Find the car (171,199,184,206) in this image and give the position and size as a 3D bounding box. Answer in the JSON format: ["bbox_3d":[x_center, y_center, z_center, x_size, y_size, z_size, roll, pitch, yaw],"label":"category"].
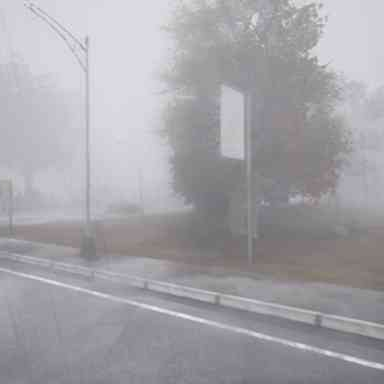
[{"bbox_3d":[-1.883,1.809,61.598,1.812,1.442,4.674,-1,0,36],"label":"car"}]

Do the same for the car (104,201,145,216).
[{"bbox_3d":[-7.419,1.767,36.935,2.128,1.511,4.902,-1,0,39],"label":"car"}]
